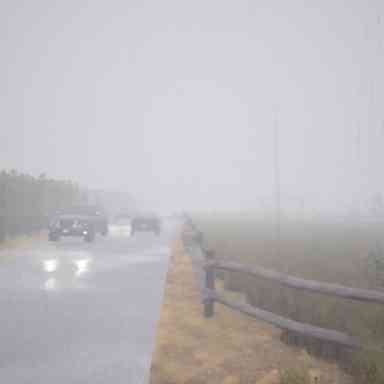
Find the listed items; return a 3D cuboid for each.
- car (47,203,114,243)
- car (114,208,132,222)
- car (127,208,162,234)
[{"bbox_3d":[-6.345,1.663,19.232,2.150,2.045,5.566,1,-2,-2],"label":"car"},{"bbox_3d":[-6.831,2.290,34.526,1.895,1.301,4.718,1,-2,-2],"label":"car"},{"bbox_3d":[-3.244,2.141,24.189,1.882,1.535,5.008,1,-2,-2],"label":"car"}]
